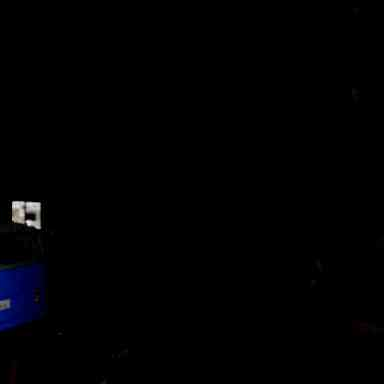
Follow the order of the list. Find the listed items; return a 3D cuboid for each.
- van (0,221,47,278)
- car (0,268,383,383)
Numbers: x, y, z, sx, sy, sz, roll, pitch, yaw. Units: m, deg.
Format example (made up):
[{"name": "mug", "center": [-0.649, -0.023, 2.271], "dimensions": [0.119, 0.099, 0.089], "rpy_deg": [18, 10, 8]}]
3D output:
[{"name": "van", "center": [-4.173, 1.349, 5.697], "dimensions": [3.998, 1.788, 1.690], "rpy_deg": [0, 0, 35]}, {"name": "car", "center": [0.377, 1.546, 2.453], "dimensions": [4.507, 1.381, 1.887], "rpy_deg": [0, 0, 35]}]
